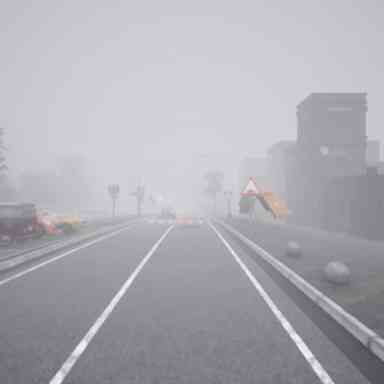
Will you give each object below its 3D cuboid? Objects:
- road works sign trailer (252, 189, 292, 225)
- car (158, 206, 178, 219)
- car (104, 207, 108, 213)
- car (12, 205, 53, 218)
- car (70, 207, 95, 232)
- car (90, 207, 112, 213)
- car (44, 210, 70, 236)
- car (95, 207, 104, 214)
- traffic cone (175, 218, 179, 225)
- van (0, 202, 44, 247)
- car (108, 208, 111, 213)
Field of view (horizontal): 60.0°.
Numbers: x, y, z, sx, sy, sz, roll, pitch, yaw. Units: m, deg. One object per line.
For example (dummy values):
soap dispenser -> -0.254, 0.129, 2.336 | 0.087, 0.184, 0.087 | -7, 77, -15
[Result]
road works sign trailer -> 5.080, 0.976, 23.478 | 2.880, 2.380, 3.560 | -33, -24, 9
car -> -3.282, 2.614, 43.934 | 2.097, 1.767, 4.553 | 0, -3, 0
car -> -21.789, 4.059, 73.465 | 4.892, 1.521, 2.231 | 0, -3, 0
car -> -21.945, 2.669, 45.888 | 4.553, 1.767, 2.185 | 0, -3, 0
car -> -9.368, 1.822, 21.345 | 5.366, 1.575, 1.946 | 0, -2, 0
car -> -21.764, 4.392, 79.879 | 4.674, 1.452, 2.002 | 0, -3, 0
car -> -9.571, 1.616, 18.430 | 4.553, 1.767, 2.185 | 0, -2, 0
car -> -21.806, 3.948, 70.191 | 4.674, 1.452, 2.002 | 0, -3, 0
traffic cone -> -1.369, 2.472, 26.590 | 0.340, 0.580, 0.340 | 0, -2, 0
van -> -9.642, 1.441, 15.396 | 4.442, 1.987, 1.878 | 0, -1, 0
car -> -21.786, 4.208, 76.735 | 5.008, 1.535, 2.097 | 0, -3, 0
